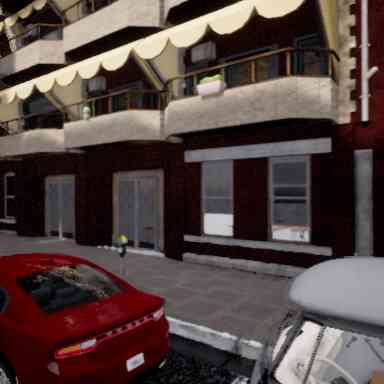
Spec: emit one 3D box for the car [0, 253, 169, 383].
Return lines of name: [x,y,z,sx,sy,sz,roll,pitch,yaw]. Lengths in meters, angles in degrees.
car: [-2.374,1.525,4.577,4.507,1.381,1.887,0,0,35]

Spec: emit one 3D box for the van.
van: [2.125,1.346,1.371,3.998,1.788,1.690,0,0,36]
